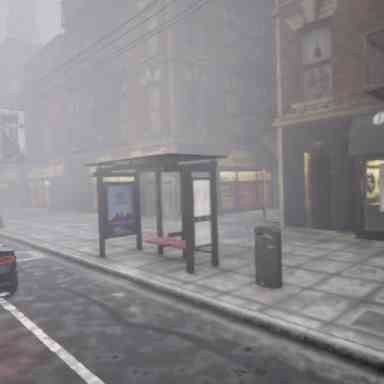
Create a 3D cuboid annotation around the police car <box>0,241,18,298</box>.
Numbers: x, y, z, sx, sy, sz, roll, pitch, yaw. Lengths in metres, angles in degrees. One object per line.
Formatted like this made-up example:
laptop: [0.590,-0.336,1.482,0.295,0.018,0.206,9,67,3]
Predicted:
police car: [-5.537,1.395,7.452,1.930,1.638,5.238,-3,2,-43]
